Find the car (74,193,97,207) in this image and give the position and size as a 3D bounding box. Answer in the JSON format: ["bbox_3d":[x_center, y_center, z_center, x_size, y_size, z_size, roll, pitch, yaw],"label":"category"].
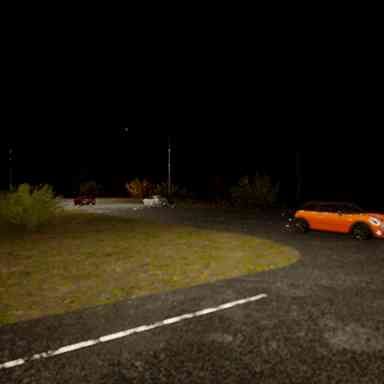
[{"bbox_3d":[-14.484,1.250,44.747,1.812,1.442,4.674,-1,1,-37],"label":"car"}]

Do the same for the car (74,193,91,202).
[{"bbox_3d":[-21.801,1.059,65.999,1.837,1.490,4.892,-1,1,-37],"label":"car"}]

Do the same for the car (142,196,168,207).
[{"bbox_3d":[-4.853,1.225,43.613,1.812,1.442,4.674,-1,1,-37],"label":"car"}]

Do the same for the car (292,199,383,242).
[{"bbox_3d":[7.233,1.241,16.043,2.097,1.767,4.553,-1,1,-37],"label":"car"}]
